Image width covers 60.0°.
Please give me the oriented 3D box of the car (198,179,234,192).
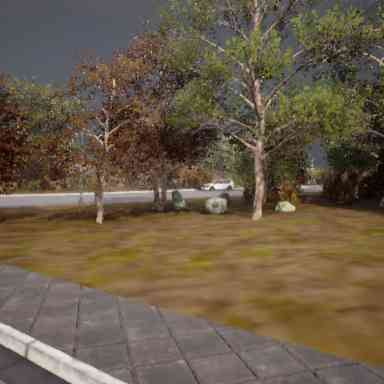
[{"bbox_3d":[4.368,-1.036,55.261,5.566,2.045,2.150,-2,3,-25],"label":"car"}]
